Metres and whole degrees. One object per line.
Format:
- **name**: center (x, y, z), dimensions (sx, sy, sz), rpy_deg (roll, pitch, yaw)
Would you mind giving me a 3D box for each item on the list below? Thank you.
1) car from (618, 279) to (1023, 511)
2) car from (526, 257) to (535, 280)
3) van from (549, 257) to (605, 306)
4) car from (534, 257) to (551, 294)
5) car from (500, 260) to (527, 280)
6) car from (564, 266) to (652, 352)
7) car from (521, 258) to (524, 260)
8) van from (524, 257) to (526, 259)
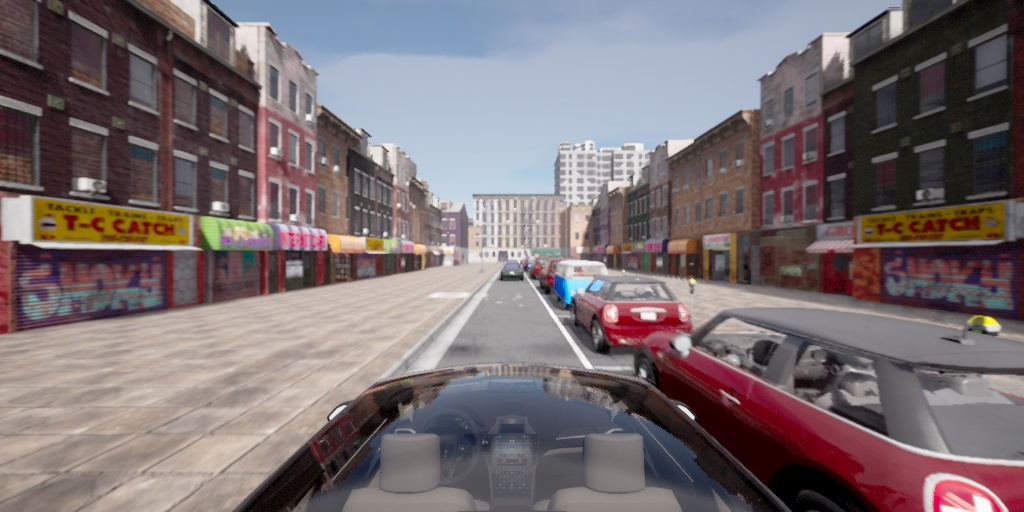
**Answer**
- **car**: center (2.637, 1.187, 3.393), dimensions (1.967, 1.591, 4.097), rpy_deg (0, 0, 0)
- **car**: center (2.634, 1.011, 30.770), dimensions (2.192, 1.841, 5.009), rpy_deg (0, 0, 0)
- **van**: center (2.636, 1.066, 14.344), dimensions (1.690, 1.789, 3.998), rpy_deg (0, 0, 0)
- **car**: center (2.635, 1.030, 19.815), dimensions (2.192, 1.841, 5.009), rpy_deg (0, 0, 0)
- **car**: center (0.011, 1.262, 30.062), dimensions (1.994, 1.385, 4.181), rpy_deg (0, 0, 1)
- **car**: center (2.636, 1.175, 8.868), dimensions (1.967, 1.591, 4.097), rpy_deg (0, 0, 0)
- **car**: center (2.632, 0.983, 47.196), dimensions (2.192, 1.841, 5.009), rpy_deg (0, 0, 0)
- **van**: center (2.633, 1.018, 41.720), dimensions (1.690, 1.789, 3.998), rpy_deg (0, 0, 0)
